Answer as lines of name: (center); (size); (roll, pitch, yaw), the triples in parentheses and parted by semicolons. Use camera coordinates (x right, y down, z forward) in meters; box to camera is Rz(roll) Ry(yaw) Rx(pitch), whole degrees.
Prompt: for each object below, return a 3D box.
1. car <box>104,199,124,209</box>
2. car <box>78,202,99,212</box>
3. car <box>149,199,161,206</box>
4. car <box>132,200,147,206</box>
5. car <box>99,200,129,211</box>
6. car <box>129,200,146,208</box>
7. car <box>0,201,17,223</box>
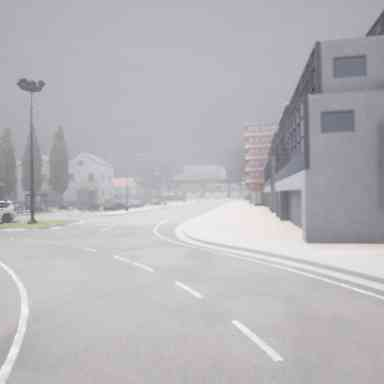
car: (-14.585, 2.260, 62.549); (2.097, 1.767, 4.553); (-1, -1, 10)
car: (-16.202, 2.337, 52.837); (1.837, 1.490, 4.892); (-1, -1, 10)
car: (-8.518, 2.411, 77.582); (1.812, 1.442, 4.674); (-1, -1, 9)
car: (-12.135, 2.550, 77.149); (1.994, 1.385, 4.181); (-1, -1, 9)
car: (-12.502, 2.326, 53.661); (2.033, 1.411, 5.357); (-1, -1, 10)
car: (-10.733, 2.387, 64.207); (1.812, 1.442, 4.674); (-1, 0, 9)
car: (-18.414, 1.842, 29.501); (2.150, 2.045, 5.566); (-1, 0, 24)
